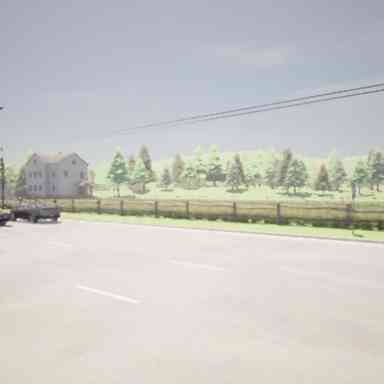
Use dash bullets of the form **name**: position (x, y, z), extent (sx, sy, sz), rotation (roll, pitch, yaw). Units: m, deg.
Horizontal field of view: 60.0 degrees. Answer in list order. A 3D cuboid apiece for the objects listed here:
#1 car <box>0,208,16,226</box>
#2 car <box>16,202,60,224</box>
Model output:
- **car**: position (-14.343, 1.636, 22.683), extent (4.718, 1.301, 1.895), rotation (0, 0, 35)
- **car**: position (-12.031, 1.526, 25.333), extent (4.902, 1.511, 2.128), rotation (0, 0, 36)
